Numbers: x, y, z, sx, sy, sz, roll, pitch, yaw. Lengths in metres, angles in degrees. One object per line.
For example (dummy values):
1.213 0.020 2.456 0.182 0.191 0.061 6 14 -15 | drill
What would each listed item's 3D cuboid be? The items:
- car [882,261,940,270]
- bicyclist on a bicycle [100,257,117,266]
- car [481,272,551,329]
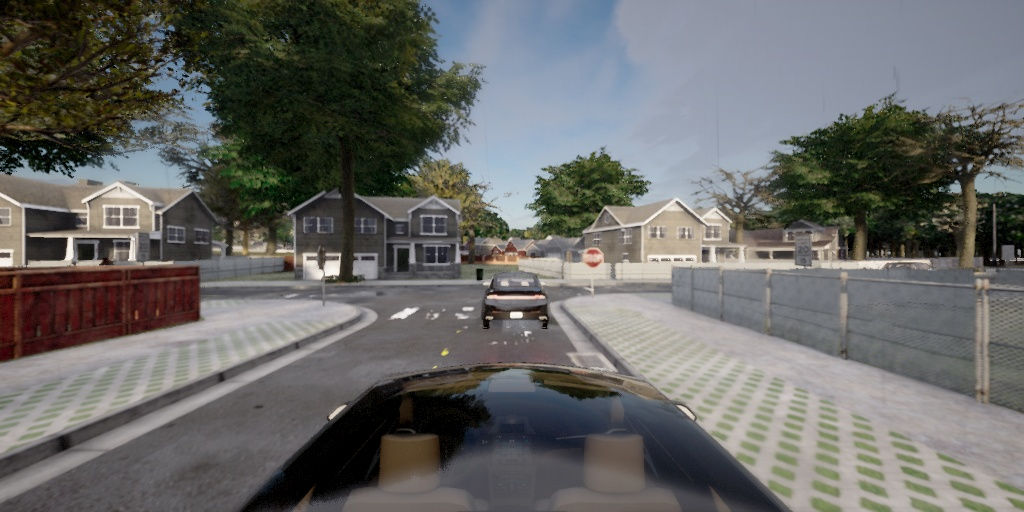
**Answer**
27.919 1.207 24.939 4.553 1.767 2.097 0 0 -16 | car
-22.344 0.875 19.796 0.582 1.620 1.656 0 0 -12 | bicyclist on a bicycle
0.083 1.238 11.244 2.128 1.511 4.902 0 0 -1 | car
